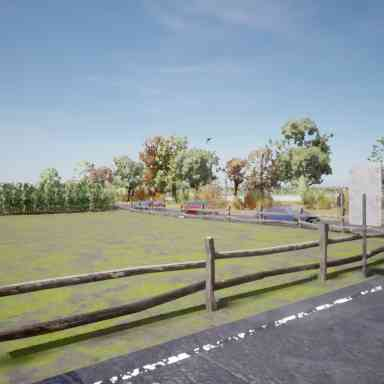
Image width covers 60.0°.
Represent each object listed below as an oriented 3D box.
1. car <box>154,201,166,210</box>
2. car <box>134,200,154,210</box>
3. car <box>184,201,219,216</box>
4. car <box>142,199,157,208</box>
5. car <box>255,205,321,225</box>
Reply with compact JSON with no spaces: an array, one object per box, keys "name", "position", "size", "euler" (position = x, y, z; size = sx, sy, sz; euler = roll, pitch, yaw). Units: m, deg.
[{"name":"car","position":[-5.585,2.149,55.117],"size":[1.812,1.442,4.674],"euler":[-1,-1,-17]},{"name":"car","position":[-8.149,2.187,53.511],"size":[2.033,1.411,5.357],"euler":[0,-1,-19]},{"name":"car","position":[0.989,1.750,36.193],"size":[2.097,1.767,4.553],"euler":[-1,-1,-33]},{"name":"car","position":[-8.260,2.224,64.389],"size":[2.128,1.511,4.902],"euler":[0,0,-16]},{"name":"car","position":[7.506,1.783,26.676],"size":[2.033,1.411,5.357],"euler":[-1,0,-35]}]
